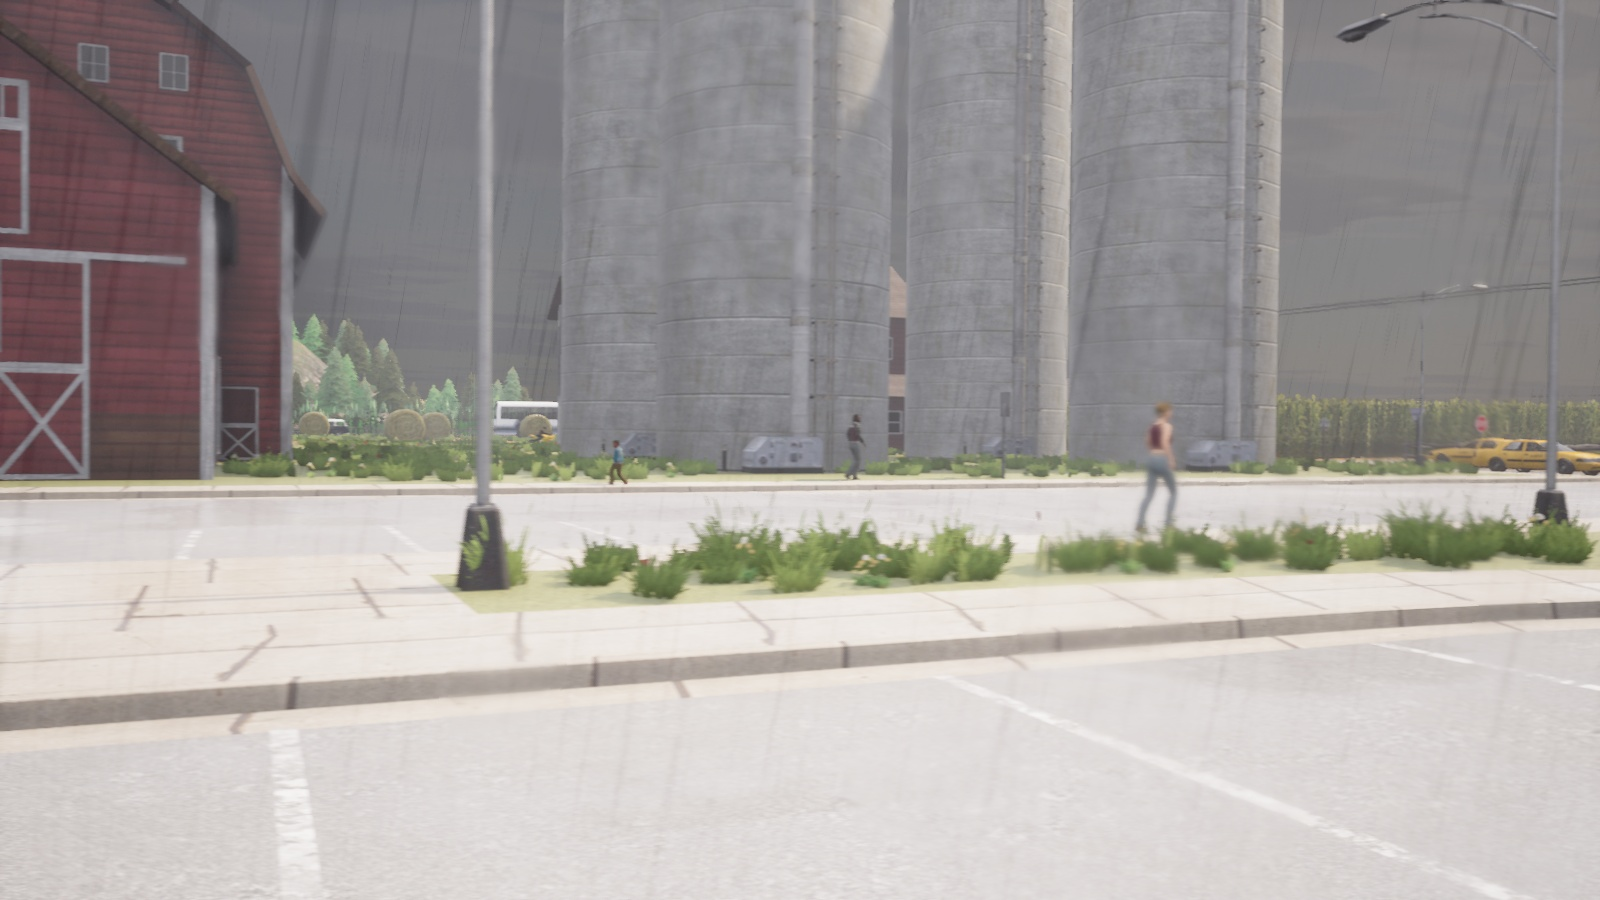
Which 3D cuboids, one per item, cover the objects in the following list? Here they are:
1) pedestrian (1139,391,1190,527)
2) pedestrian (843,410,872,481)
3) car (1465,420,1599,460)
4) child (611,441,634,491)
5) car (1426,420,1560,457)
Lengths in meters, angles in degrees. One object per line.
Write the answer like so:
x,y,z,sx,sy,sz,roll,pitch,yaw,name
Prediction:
5.025,0.117,17.322,0.594,1.836,0.345,-1,1,-25,pedestrian
1.565,-0.125,34.215,0.666,1.930,0.402,-1,1,-20,pedestrian
30.422,-0.426,51.775,1.801,1.575,5.366,-1,1,-24,car
-4.271,0.382,30.146,0.448,1.192,0.343,-1,1,-27,child
31.683,-0.536,57.611,1.801,1.575,5.366,-1,1,-24,car
